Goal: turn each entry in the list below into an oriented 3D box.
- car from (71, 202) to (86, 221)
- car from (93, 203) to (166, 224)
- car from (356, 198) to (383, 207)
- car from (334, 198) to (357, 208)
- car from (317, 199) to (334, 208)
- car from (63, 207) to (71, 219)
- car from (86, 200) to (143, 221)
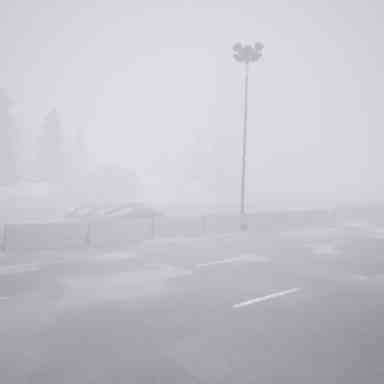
[{"bbox_3d":[-7.610,1.618,28.793,4.553,1.767,2.097,0,-1,-36],"label":"car"},{"bbox_3d":[-3.968,1.723,22.783,4.674,1.442,1.812,0,-1,-36],"label":"car"},{"bbox_3d":[27.133,1.905,49.912,4.181,1.385,1.994,1,-1,-36],"label":"car"},{"bbox_3d":[25.105,1.729,52.764,4.553,1.767,2.097,1,-1,-36],"label":"car"},{"bbox_3d":[22.956,1.888,55.519,5.008,1.535,1.882,1,-1,-36],"label":"car"},{"bbox_3d":[-9.794,1.654,31.531,4.553,1.767,2.097,0,-1,-36],"label":"car"},{"bbox_3d":[-5.492,1.583,26.007,4.553,1.767,2.097,0,0,-36],"label":"car"}]
